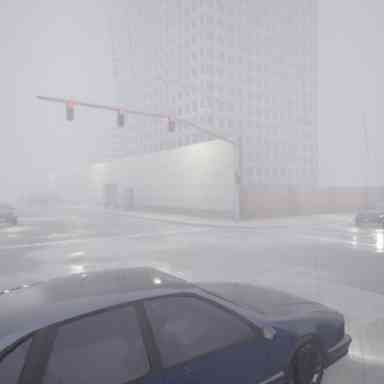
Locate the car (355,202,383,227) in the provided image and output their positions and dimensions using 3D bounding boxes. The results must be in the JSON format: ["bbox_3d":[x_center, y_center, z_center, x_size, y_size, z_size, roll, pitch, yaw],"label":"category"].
[{"bbox_3d":[12.387,1.399,21.426,4.674,1.442,1.812,-1,0,-35],"label":"car"}]

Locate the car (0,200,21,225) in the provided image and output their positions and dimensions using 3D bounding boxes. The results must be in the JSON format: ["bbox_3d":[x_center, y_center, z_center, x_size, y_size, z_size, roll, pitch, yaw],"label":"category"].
[{"bbox_3d":[-13.275,1.498,22.861,1.812,1.442,4.674,-1,0,-35],"label":"car"}]

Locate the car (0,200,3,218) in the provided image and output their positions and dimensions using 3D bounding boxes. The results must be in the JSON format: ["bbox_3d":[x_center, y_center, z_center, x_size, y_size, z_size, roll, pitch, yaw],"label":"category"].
[{"bbox_3d":[-18.506,1.483,30.232,1.837,1.490,4.892,-1,0,-35],"label":"car"}]

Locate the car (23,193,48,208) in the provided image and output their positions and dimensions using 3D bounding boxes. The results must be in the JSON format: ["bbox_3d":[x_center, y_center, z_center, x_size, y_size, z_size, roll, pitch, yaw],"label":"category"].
[{"bbox_3d":[-22.601,1.159,48.431,2.150,2.045,5.566,-1,0,-35],"label":"car"}]

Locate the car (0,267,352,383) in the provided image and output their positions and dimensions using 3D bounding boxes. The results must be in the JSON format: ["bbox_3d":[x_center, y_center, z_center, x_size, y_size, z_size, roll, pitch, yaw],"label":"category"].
[{"bbox_3d":[-0.648,1.540,3.284,5.357,1.411,2.033,-1,0,-35],"label":"car"}]

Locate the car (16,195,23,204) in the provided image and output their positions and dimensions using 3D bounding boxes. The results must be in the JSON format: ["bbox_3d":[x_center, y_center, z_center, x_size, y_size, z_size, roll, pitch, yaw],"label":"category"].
[{"bbox_3d":[-28.726,1.296,57.045,2.097,1.767,4.553,-1,0,-35],"label":"car"}]
